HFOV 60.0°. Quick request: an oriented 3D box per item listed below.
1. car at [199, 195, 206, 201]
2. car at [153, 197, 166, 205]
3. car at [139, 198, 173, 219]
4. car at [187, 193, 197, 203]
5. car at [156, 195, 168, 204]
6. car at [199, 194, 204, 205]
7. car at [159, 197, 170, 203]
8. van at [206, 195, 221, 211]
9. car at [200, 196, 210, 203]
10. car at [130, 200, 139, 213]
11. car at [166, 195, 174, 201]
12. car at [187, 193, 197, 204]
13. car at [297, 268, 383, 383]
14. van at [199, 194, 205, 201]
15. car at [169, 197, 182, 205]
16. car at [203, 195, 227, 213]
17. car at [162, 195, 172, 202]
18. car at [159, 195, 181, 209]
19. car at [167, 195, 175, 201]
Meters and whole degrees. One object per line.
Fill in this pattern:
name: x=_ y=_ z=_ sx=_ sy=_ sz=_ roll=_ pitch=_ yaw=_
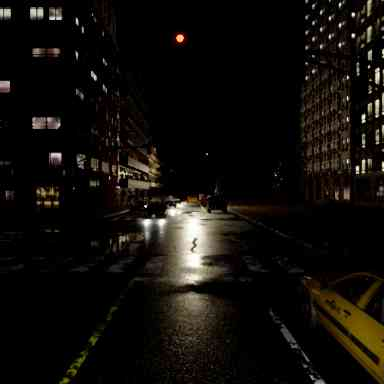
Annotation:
car: x=2.684 y=1.611 z=86.281 sx=1.752 sy=1.417 sz=4.829 roll=0 pitch=0 yaw=0
car: x=-5.696 y=1.582 z=58.477 sx=1.887 sy=1.381 sz=4.507 roll=0 pitch=0 yaw=0
car: x=-3.103 y=1.555 z=29.600 sx=2.033 sy=1.411 sz=5.357 roll=0 pitch=0 yaw=0
car: x=0.000 y=1.291 z=75.861 sx=2.150 sy=2.045 sz=5.566 roll=0 pitch=0 yaw=0
car: x=-5.697 y=1.487 z=64.005 sx=1.967 sy=1.590 sz=4.097 roll=0 pitch=0 yaw=0
car: x=2.683 y=1.353 z=58.478 sx=2.192 sy=1.841 sz=5.009 roll=0 pitch=0 yaw=0
car: x=-5.696 y=1.637 z=69.532 sx=1.802 sy=1.307 sz=4.206 roll=0 pitch=0 yaw=0
van: x=2.684 y=1.357 z=41.898 sx=1.690 sy=1.788 sz=3.998 roll=0 pitch=0 yaw=0
car: x=2.684 y=1.600 z=69.532 sx=1.887 sy=1.381 sz=4.507 roll=0 pitch=0 yaw=0
car: x=-5.694 y=1.562 z=36.371 sx=2.008 sy=1.369 sz=4.403 roll=0 pitch=0 yaw=0
car: x=-5.696 y=1.611 z=85.941 sx=1.752 sy=1.417 sz=4.829 roll=0 pitch=0 yaw=0
car: x=0.098 y=1.526 z=65.386 sx=1.882 sy=1.535 sz=5.008 roll=0 pitch=0 yaw=0
car: x=2.686 y=1.525 z=4.129 sx=1.752 sy=1.417 sz=4.829 roll=0 pitch=0 yaw=0
van: x=2.682 y=1.439 z=91.637 sx=1.690 sy=1.788 sz=3.998 roll=0 pitch=0 yaw=0
car: x=-3.060 y=1.593 z=62.917 sx=2.033 sy=1.411 sz=5.357 roll=0 pitch=0 yaw=0
car: x=2.684 y=1.326 z=36.372 sx=2.192 sy=1.841 sz=5.009 roll=0 pitch=0 yaw=0
car: x=-5.697 y=1.505 z=75.058 sx=1.967 sy=1.590 sz=4.097 roll=0 pitch=0 yaw=0
car: x=-3.089 y=1.513 z=46.842 sx=2.128 sy=1.511 sz=4.902 roll=0 pitch=0 yaw=0
car: x=-5.697 y=1.642 z=91.637 sx=1.887 sy=1.381 sz=4.507 roll=0 pitch=0 yaw=0
